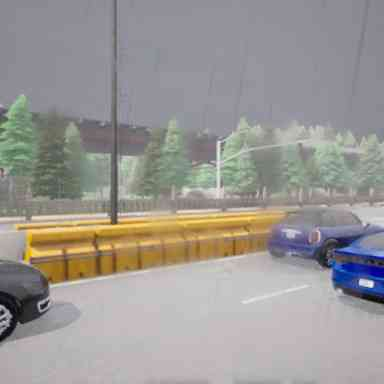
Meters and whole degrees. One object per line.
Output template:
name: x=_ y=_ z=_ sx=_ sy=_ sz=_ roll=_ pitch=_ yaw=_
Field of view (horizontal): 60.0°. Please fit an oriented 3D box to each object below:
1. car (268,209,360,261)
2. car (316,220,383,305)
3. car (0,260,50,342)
car: x=4.767 y=1.353 z=11.445 sx=4.553 sy=1.767 sz=2.097 roll=0 pitch=0 yaw=-36
car: x=5.151 y=1.479 z=7.422 sx=5.008 sy=1.535 sz=1.882 roll=0 pitch=0 yaw=-36
car: x=-4.658 y=1.505 z=4.722 sx=4.892 sy=1.490 sz=1.837 roll=0 pitch=0 yaw=-35
